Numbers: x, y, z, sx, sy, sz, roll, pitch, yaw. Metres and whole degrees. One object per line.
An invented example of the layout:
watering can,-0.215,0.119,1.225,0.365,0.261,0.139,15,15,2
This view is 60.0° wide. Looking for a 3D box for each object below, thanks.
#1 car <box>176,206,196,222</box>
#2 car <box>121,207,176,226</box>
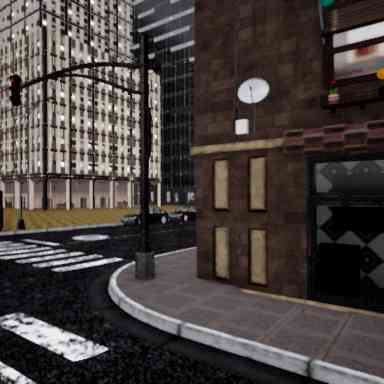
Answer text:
car,-0.419,1.963,30.574,2.008,1.369,4.403,-2,-2,35
car,-3.626,1.882,26.021,2.008,1.369,4.403,-2,-2,35
